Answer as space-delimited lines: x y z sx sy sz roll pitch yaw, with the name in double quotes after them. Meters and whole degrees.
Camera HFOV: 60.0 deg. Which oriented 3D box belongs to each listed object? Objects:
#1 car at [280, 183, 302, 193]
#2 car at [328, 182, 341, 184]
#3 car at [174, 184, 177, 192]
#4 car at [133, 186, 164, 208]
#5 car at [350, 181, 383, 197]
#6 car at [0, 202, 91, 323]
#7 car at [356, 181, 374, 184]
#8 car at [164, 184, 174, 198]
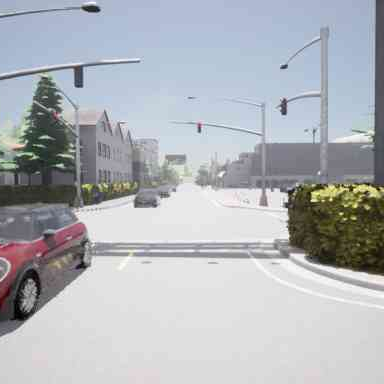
15.125 -0.545 52.157 2.007 1.523 4.514 -1 2 -1 "car"
25.143 -1.052 59.598 2.152 1.636 5.027 -1 2 -1 "car"
-3.858 -0.730 63.428 2.128 1.511 4.902 -1 2 0 "car"
-3.768 0.496 28.298 1.837 1.490 4.892 -1 2 0 "car"
22.145 -0.472 42.199 1.932 1.855 4.605 -1 2 -1 "car"
-3.652 1.091 6.696 2.097 1.767 4.553 -1 2 0 "car"
18.922 -0.184 34.310 1.905 1.878 3.866 -1 2 -1 "car"
-3.848 -0.064 43.601 1.882 1.535 5.008 -1 2 0 "car"
